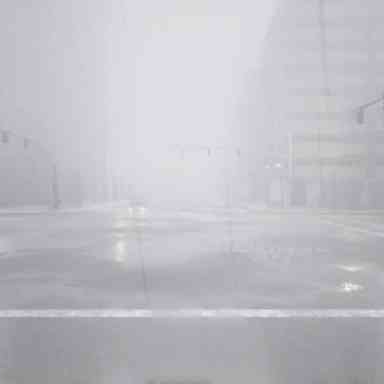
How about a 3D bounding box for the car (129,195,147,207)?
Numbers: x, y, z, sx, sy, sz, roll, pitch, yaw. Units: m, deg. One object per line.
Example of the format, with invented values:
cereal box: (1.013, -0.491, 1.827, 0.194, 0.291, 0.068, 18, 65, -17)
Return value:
car: (-6.999, 1.199, 43.479, 1.837, 1.490, 4.892, 0, 1, 0)
